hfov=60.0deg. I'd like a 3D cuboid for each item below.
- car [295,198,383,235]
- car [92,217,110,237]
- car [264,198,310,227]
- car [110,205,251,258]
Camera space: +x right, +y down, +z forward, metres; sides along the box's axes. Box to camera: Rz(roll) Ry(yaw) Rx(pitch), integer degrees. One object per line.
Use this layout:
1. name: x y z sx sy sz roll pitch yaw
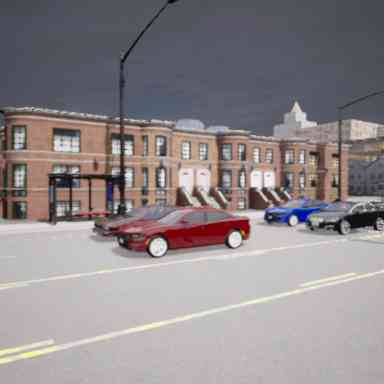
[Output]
1. car: 7.912 1.230 16.935 4.902 1.511 2.128 0 1 -31
2. car: -1.688 1.298 15.201 5.357 1.411 2.033 0 1 -31
3. car: 6.603 1.161 20.236 5.008 1.535 1.882 0 1 -31
4. car: -0.145 1.281 12.033 5.008 1.535 1.882 0 1 -31
